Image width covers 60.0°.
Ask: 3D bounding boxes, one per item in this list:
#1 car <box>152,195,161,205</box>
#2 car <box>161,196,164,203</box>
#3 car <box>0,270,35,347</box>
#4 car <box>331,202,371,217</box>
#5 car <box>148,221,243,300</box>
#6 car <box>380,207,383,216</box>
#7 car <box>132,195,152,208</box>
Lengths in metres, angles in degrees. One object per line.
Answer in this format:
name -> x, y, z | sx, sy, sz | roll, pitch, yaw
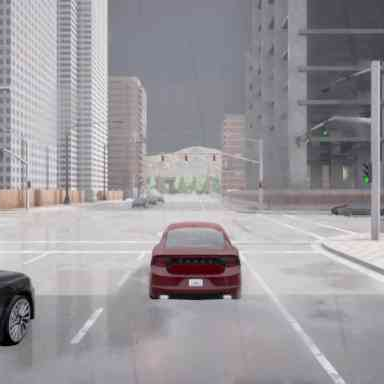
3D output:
car -> -7.094, 1.351, 56.792 | 2.097, 1.767, 4.553 | 0, 0, 1
car -> -6.823, 1.538, 69.659 | 2.033, 1.411, 5.357 | 0, 0, 1
car -> -3.449, 1.491, 3.442 | 2.128, 1.511, 4.902 | 0, 0, 0
car -> 14.970, 1.563, 30.267 | 4.181, 1.385, 1.994 | 0, 0, 0
car -> 0.064, 1.478, 8.447 | 1.882, 1.535, 5.008 | 0, 0, 0
car -> 18.472, 1.220, 26.747 | 5.566, 2.045, 2.150 | 0, 0, 0
car -> -7.248, 1.504, 46.959 | 1.837, 1.490, 4.892 | 0, 0, 1
